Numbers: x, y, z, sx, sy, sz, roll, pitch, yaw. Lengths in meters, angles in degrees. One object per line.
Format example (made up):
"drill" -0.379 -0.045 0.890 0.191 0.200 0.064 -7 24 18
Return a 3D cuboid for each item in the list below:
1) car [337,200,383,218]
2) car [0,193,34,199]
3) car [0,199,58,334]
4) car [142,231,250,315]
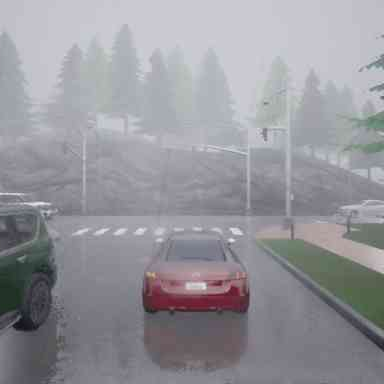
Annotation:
"car" 14.371 1.372 27.166 4.674 1.442 1.812 0 0 0
"car" -12.431 1.067 23.448 5.566 2.045 2.150 0 0 2
"car" -3.574 1.223 3.963 2.150 2.045 5.566 0 0 0
"car" 0.083 1.566 7.643 1.994 1.385 4.181 0 0 0
